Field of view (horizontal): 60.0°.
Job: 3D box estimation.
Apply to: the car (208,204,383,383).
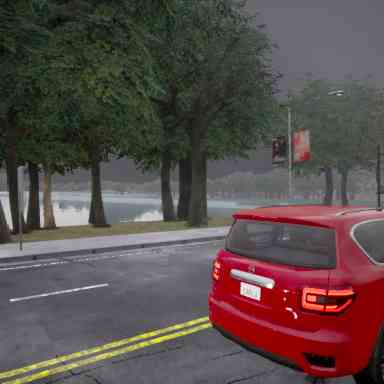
[{"bbox_3d":[2.801,1.220,5.399,5.566,2.045,2.150,0,0,-37],"label":"car"}]
